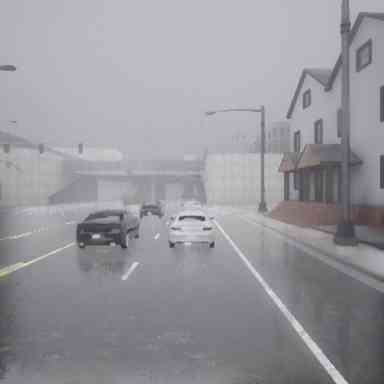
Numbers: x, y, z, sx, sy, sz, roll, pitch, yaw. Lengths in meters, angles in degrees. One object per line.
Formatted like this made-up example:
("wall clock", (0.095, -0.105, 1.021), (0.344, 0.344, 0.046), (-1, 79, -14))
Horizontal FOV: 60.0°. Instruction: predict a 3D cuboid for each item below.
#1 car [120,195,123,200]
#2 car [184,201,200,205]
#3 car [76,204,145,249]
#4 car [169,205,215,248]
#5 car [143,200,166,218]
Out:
("car", (-18.711, 1.519, 92.914), (2.128, 1.511, 4.902), (0, 0, 2))
("car", (-0.001, 1.536, 29.651), (1.812, 1.442, 4.674), (0, 0, 0))
("car", (-3.500, 1.482, 14.650), (1.882, 1.535, 5.008), (0, 0, 0))
("car", (0.000, 1.530, 14.650), (1.812, 1.442, 4.674), (0, 0, 0))
("car", (-3.501, 1.521, 29.651), (1.837, 1.490, 4.892), (0, 0, 0))
